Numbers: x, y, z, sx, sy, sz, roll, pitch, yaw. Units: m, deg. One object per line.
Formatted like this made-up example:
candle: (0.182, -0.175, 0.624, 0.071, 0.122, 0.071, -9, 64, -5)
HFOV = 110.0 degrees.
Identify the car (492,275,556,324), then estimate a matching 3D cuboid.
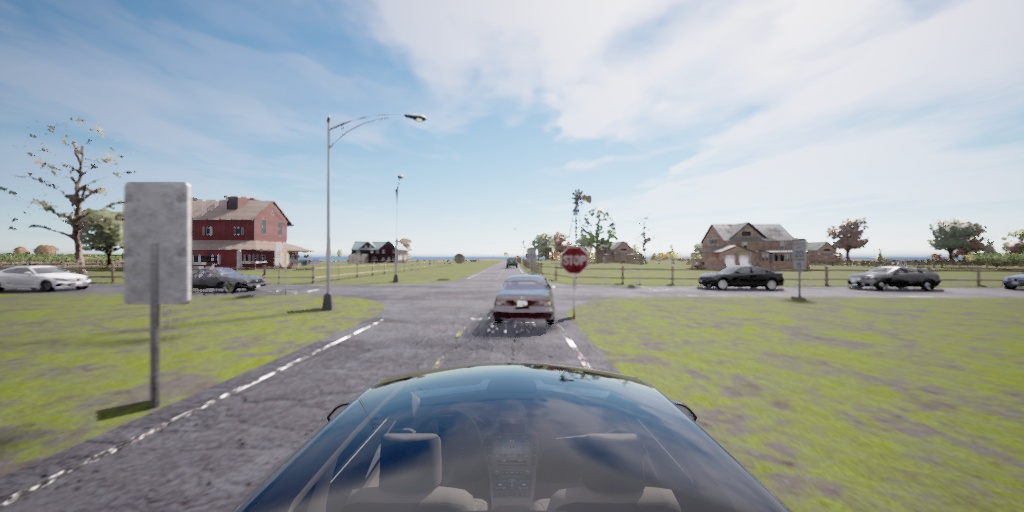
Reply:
car: (0.507, 1.344, 12.273, 2.033, 1.411, 5.357, 0, 0, 5)

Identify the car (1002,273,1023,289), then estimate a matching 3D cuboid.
car: (34.906, 1.503, 23.190, 4.674, 1.442, 1.812, 0, 0, 1)

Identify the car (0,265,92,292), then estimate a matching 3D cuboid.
car: (-27.341, 1.285, 20.748, 4.674, 1.442, 1.812, 0, 0, 1)

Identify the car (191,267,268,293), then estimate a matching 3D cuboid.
car: (-17.246, 1.334, 20.662, 5.357, 1.411, 2.033, 0, 0, 0)

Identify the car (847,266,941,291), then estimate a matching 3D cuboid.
car: (24.670, 1.425, 23.280, 4.902, 1.511, 2.128, 0, 0, 1)

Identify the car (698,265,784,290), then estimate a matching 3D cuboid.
car: (14.820, 1.373, 23.361, 5.008, 1.535, 1.882, 0, 0, 0)

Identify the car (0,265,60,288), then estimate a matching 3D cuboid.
car: (-33.246, 1.315, 23.739, 4.181, 1.385, 1.994, 0, 0, 0)
